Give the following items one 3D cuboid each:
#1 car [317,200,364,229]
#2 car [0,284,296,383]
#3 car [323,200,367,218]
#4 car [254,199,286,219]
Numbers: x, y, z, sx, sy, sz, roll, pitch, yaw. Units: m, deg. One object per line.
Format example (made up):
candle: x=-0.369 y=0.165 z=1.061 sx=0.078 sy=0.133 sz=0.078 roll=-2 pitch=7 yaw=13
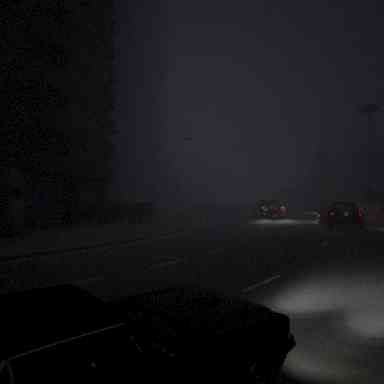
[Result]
car: x=9.740 y=1.381 z=22.122 sx=2.097 sy=1.767 sz=4.553 roll=0 pitch=0 yaw=12
car: x=-1.087 y=1.624 z=3.127 sx=4.718 sy=1.301 sz=1.895 roll=0 pitch=0 yaw=-39
car: x=14.126 y=1.518 z=31.107 sx=1.882 sy=1.535 sz=5.008 roll=0 pitch=-1 yaw=0
car: x=7.056 y=1.433 z=30.441 sx=2.097 sy=1.767 sz=4.553 roll=0 pitch=0 yaw=1
